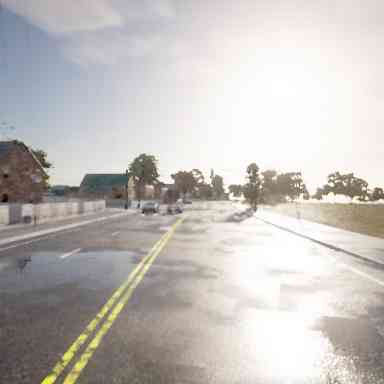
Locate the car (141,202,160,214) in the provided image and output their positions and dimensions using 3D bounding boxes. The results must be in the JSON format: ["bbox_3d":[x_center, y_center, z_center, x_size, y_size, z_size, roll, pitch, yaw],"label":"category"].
[{"bbox_3d":[-5.416,2.079,44.116,1.837,1.490,4.892,0,-1,3],"label":"car"}]

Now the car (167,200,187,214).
[{"bbox_3d":[-2.177,2.058,43.798,2.128,1.511,4.902,0,-1,3],"label":"car"}]
